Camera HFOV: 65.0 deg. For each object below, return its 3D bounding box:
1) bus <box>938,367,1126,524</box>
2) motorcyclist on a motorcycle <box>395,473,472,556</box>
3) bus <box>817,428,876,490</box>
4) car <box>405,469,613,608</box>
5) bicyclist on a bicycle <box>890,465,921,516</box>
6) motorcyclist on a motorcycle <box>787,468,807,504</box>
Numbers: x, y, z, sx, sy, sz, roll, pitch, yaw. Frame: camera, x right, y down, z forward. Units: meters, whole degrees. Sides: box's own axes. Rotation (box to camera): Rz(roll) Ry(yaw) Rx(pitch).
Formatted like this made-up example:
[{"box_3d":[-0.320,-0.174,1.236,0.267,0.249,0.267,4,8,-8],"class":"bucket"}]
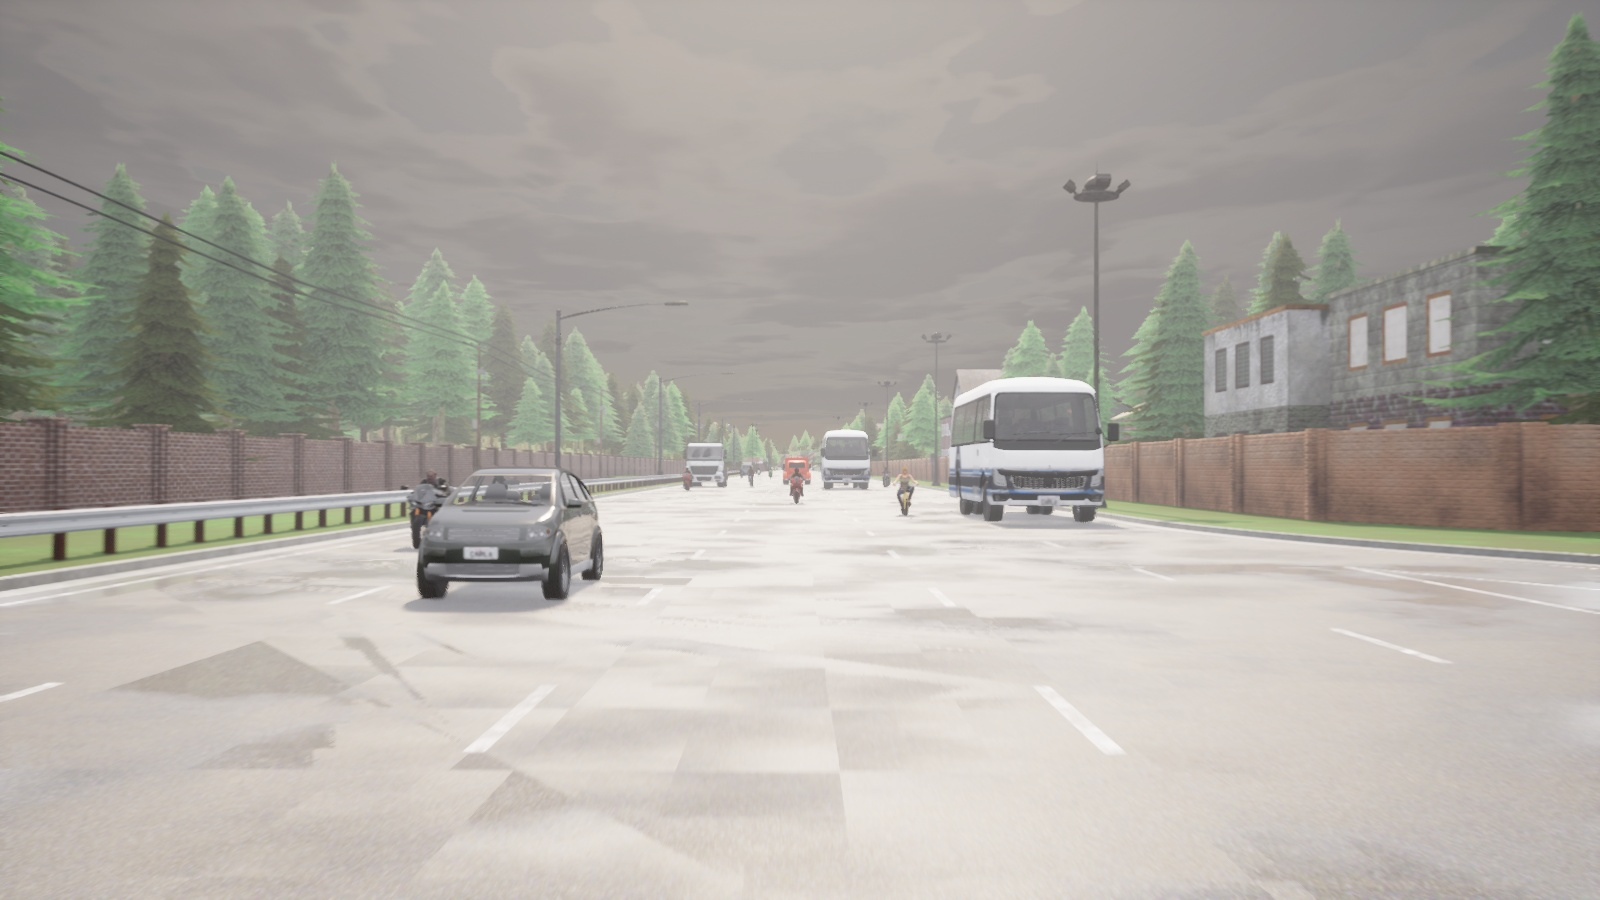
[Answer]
[{"box_3d":[6.901,-0.051,39.378,3.944,4.253,10.273,0,-1,0],"class":"bus"},{"box_3d":[-7.058,1.209,24.300,0.866,1.530,2.191,0,-1,0],"class":"motorcyclist on a motorcycle"},{"box_3d":[3.276,0.694,92.221,3.944,4.253,10.273,0,-1,0],"class":"bus"},{"box_3d":[-3.538,1.025,15.939,1.789,1.549,3.705,0,-1,0],"class":"car"},{"box_3d":[3.403,1.295,40.744,0.866,1.612,1.509,0,-1,0],"class":"bicyclist on a bicycle"},{"box_3d":[-0.127,1.533,53.628,0.797,1.523,2.044,0,-1,0],"class":"motorcyclist on a motorcycle"}]
